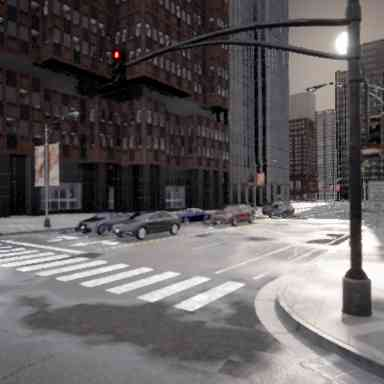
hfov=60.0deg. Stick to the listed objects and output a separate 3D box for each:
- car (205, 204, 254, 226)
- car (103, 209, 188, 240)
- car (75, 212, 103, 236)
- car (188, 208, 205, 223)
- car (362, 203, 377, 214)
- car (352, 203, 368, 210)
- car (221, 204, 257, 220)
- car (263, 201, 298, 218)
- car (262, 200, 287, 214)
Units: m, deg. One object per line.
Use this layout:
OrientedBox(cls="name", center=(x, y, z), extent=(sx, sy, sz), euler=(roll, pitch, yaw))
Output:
OrientedBox(cls="car", center=(3.384, 1.836, 28.047), extent=(2.097, 1.767, 4.553), euler=(-1, -1, 35))
OrientedBox(cls="car", center=(-2.577, 1.859, 19.643), extent=(1.837, 1.490, 4.892), euler=(-1, -1, 35))
OrientedBox(cls="car", center=(-5.343, 1.947, 21.357), extent=(1.994, 1.385, 4.181), euler=(-1, -1, 35))
OrientedBox(cls="car", center=(-0.282, 2.094, 28.503), extent=(1.895, 1.301, 4.718), euler=(-1, -1, 35))
OrientedBox(cls="car", center=(24.427, 2.365, 46.149), extent=(1.895, 1.301, 4.718), euler=(-1, -1, 35))
OrientedBox(cls="car", center=(30.440, 2.596, 60.252), extent=(1.895, 1.301, 4.718), euler=(-1, -1, 36))
OrientedBox(cls="car", center=(5.148, 2.117, 36.150), extent=(1.837, 1.490, 4.892), euler=(-1, -1, 35))
OrientedBox(cls="car", center=(10.096, 2.136, 37.497), extent=(1.837, 1.490, 4.892), euler=(-1, -1, 35))
OrientedBox(cls="car", center=(11.077, 2.094, 44.458), extent=(2.097, 1.767, 4.553), euler=(-1, -1, 37))
